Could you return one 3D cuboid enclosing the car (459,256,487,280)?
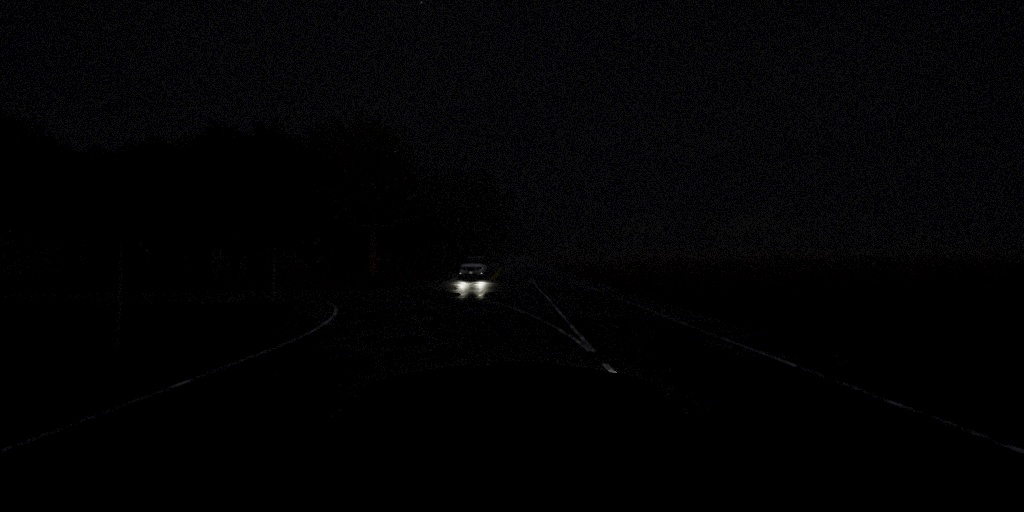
[{"bbox_3d":[-3.475,1.033,33.058,2.150,2.045,5.566,0,0,0],"label":"car"}]
